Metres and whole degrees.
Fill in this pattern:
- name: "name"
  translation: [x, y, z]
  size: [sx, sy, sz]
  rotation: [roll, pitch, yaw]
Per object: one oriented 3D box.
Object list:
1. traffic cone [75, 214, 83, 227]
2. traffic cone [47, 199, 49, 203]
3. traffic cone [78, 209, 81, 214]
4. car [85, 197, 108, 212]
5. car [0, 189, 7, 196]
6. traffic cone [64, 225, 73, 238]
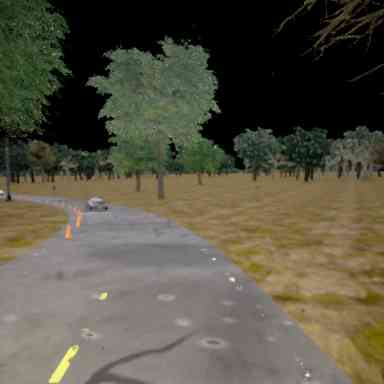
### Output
- name: "traffic cone"
  translation: [-7.144, 1.876, 20.913]
  size: [0.340, 0.580, 0.340]
  rotation: [-1, 1, -15]
- name: "traffic cone"
  translation: [-22.184, 1.370, 51.084]
  size: [0.340, 0.580, 0.340]
  rotation: [-2, 3, -38]
- name: "traffic cone"
  translation: [-8.543, 1.841, 25.556]
  size: [0.340, 0.580, 0.340]
  rotation: [-1, 1, -18]
- name: "car"
  translation: [-10.088, 1.261, 35.011]
  size: [1.812, 1.442, 4.674]
  rotation: [-1, 1, -25]
- name: "car"
  translation: [-42.018, 0.126, 71.907]
  size: [4.674, 1.442, 1.812]
  rotation: [1, 3, 35]
- name: "traffic cone"
  translation: [-6.010, 1.906, 16.197]
  size: [0.340, 0.580, 0.340]
  rotation: [-1, 0, -12]
